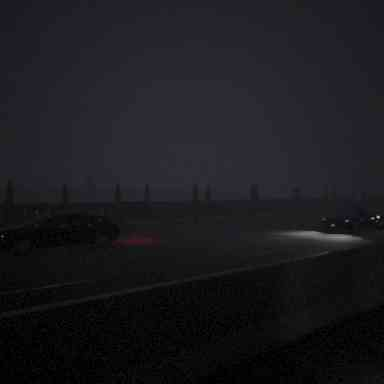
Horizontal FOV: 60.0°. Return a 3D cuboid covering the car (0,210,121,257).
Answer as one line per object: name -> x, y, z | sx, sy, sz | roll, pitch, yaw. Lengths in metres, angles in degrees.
car -> -5.254, 1.504, 13.143 | 4.892, 1.490, 1.837 | 0, 0, -36

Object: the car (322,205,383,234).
car -> 9.530, 1.522, 19.391 | 4.674, 1.442, 1.812 | 0, 0, -35
